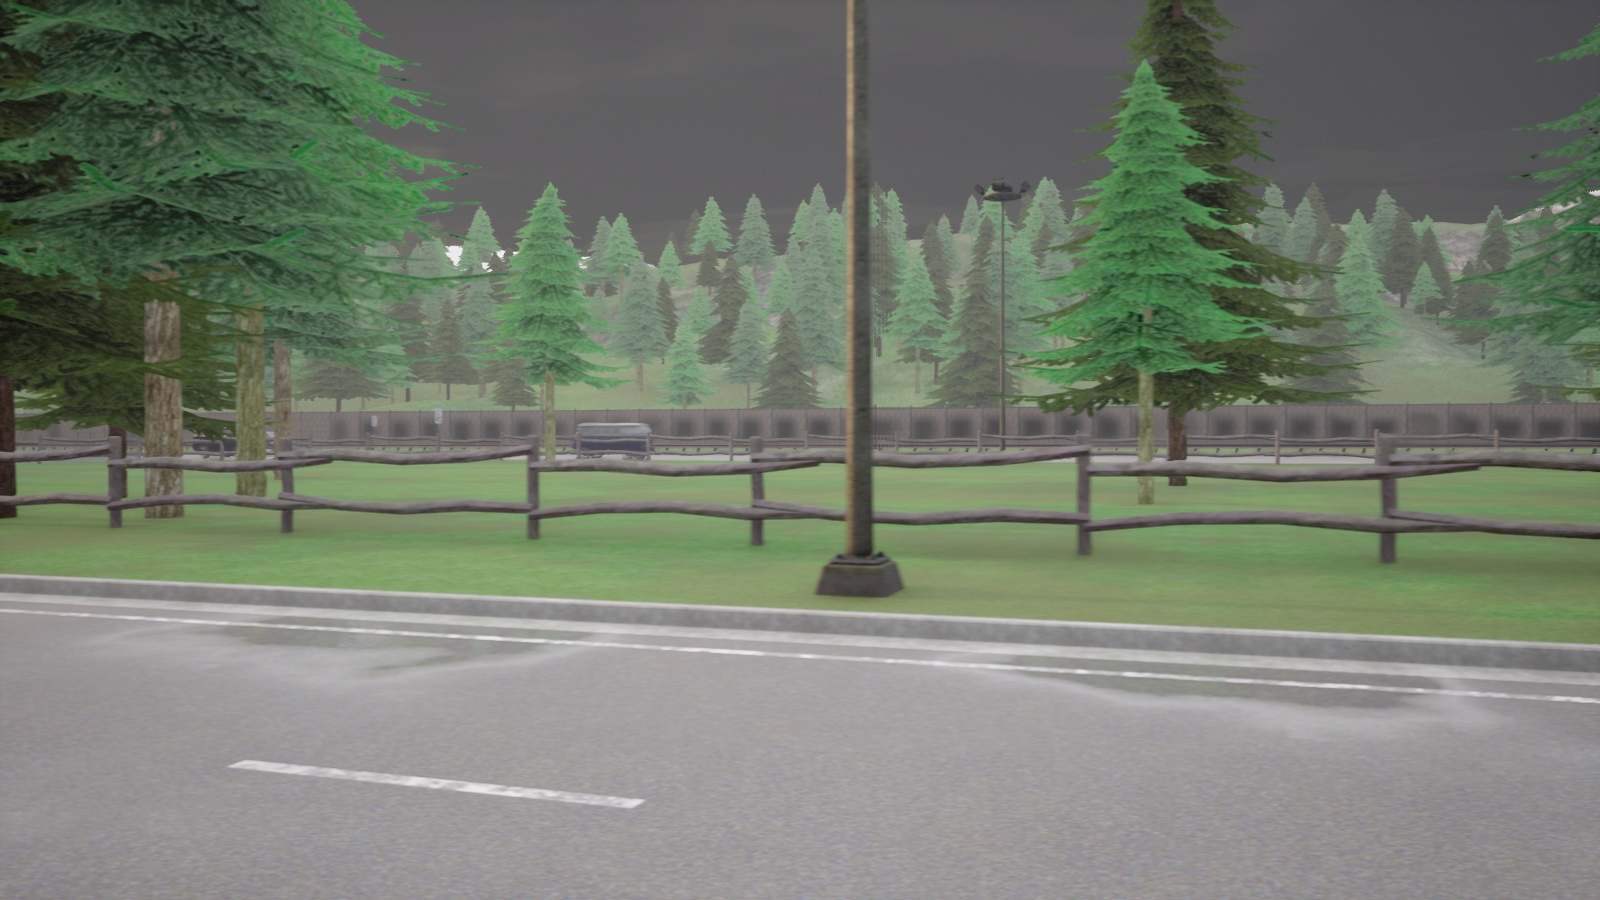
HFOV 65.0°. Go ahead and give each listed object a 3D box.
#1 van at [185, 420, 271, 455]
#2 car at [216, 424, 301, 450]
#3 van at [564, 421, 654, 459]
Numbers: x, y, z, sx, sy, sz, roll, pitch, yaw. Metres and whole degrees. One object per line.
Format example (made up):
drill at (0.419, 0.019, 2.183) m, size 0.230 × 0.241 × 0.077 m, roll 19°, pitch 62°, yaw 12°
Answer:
van at (-34.285, -0.784, 75.240) m, size 4.480 × 2.038 × 2.069 m, roll 1°, pitch 1°, yaw 18°
car at (-35.861, -0.861, 83.142) m, size 5.027 × 1.651 × 2.152 m, roll 1°, pitch 1°, yaw 18°
van at (-10.212, -0.537, 67.227) m, size 4.442 × 1.987 × 1.775 m, roll 0°, pitch 1°, yaw 18°
